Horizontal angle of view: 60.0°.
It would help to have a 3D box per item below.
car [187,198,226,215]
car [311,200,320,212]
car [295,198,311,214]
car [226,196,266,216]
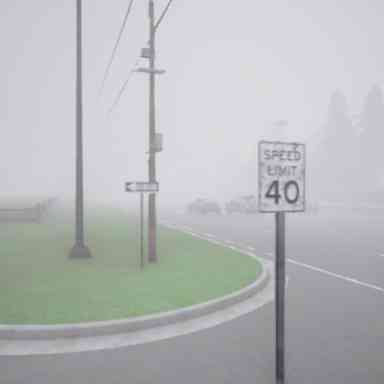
[{"bbox_3d":[1.051,1.308,30.624,1.812,1.442,4.674,0,0,-21],"label":"car"},{"bbox_3d":[11.001,1.321,34.007,1.994,1.385,4.181,0,0,-21],"label":"car"},{"bbox_3d":[8.254,0.997,31.400,2.150,2.045,5.566,0,0,-21],"label":"car"},{"bbox_3d":[4.824,1.134,30.563,2.097,1.767,4.553,0,0,-21],"label":"car"}]
